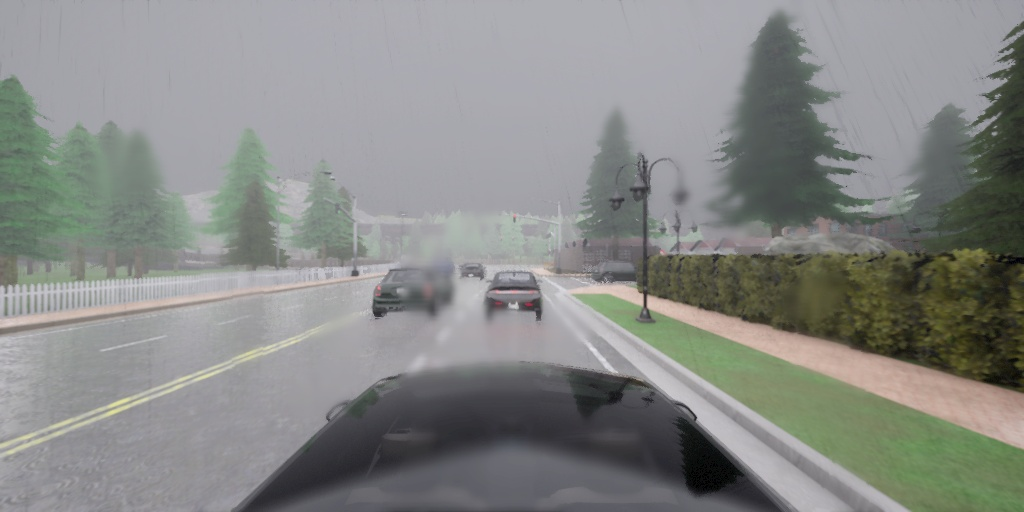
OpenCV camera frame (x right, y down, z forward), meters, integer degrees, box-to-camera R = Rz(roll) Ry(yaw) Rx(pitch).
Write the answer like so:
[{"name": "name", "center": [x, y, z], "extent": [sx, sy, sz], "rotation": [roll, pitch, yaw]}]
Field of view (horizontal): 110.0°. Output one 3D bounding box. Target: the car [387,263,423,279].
[{"name": "car", "center": [-10.597, 1.430, 35.902], "extent": [2.033, 1.411, 5.357], "rotation": [0, 0, 0]}]

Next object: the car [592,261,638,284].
[{"name": "car", "center": [8.471, 1.161, 27.088], "extent": [4.553, 1.767, 2.097], "rotation": [0, 0, -5]}]

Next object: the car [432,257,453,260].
[{"name": "car", "center": [-7.096, 1.106, 36.216], "extent": [2.150, 2.045, 5.566], "rotation": [0, 0, 0]}]

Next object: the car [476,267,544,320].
[{"name": "car", "center": [0.081, 1.285, 12.884], "extent": [2.128, 1.511, 4.902], "rotation": [0, 0, 0]}]

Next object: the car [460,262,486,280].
[{"name": "car", "center": [-3.405, 1.374, 32.574], "extent": [1.837, 1.490, 4.892], "rotation": [0, 0, 0]}]

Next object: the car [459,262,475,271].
[{"name": "car", "center": [-6.998, 1.584, 56.450], "extent": [1.895, 1.301, 4.718], "rotation": [0, 0, 0]}]

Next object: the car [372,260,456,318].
[{"name": "car", "center": [-3.416, 1.148, 13.348], "extent": [2.097, 1.767, 4.553], "rotation": [0, 0, 0]}]
